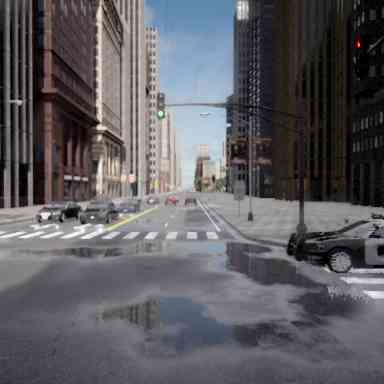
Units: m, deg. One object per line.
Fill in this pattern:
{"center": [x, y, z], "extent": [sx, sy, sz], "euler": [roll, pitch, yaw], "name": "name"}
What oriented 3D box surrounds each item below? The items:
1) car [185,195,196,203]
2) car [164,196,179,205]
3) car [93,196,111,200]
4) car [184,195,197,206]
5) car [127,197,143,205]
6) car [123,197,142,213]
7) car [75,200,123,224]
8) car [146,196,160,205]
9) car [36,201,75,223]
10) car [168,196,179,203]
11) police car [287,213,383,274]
{"center": [-0.252, 1.362, 64.342], "extent": [2.128, 1.511, 4.902], "euler": [0, 0, 0], "name": "car"}
{"center": [-3.464, 1.422, 54.294], "extent": [1.812, 1.442, 4.674], "euler": [0, 0, 0], "name": "car"}
{"center": [-9.985, 1.288, 36.486], "extent": [2.097, 1.767, 4.553], "euler": [0, 0, 0], "name": "car"}
{"center": [-0.212, 1.404, 53.924], "extent": [1.837, 1.490, 4.892], "euler": [0, 0, 0], "name": "car"}
{"center": [-9.986, 1.483, 58.575], "extent": [1.895, 1.301, 4.718], "euler": [0, 0, 0], "name": "car"}
{"center": [-6.744, 1.484, 36.150], "extent": [2.033, 1.411, 5.357], "euler": [0, 0, -1], "name": "car"}
{"center": [-6.681, 1.525, 24.355], "extent": [1.994, 1.385, 4.181], "euler": [0, 0, 0], "name": "car"}
{"center": [-6.744, 1.379, 57.766], "extent": [2.128, 1.511, 4.902], "euler": [0, 0, 0], "name": "car"}
{"center": [-9.890, 1.450, 25.104], "extent": [2.128, 1.511, 4.902], "euler": [0, 0, 3], "name": "car"}
{"center": [-3.502, 1.470, 64.360], "extent": [1.895, 1.301, 4.718], "euler": [0, 0, 0], "name": "car"}
{"center": [5.612, 1.488, 10.068], "extent": [5.238, 1.638, 1.930], "euler": [1, 0, 0], "name": "police car"}
